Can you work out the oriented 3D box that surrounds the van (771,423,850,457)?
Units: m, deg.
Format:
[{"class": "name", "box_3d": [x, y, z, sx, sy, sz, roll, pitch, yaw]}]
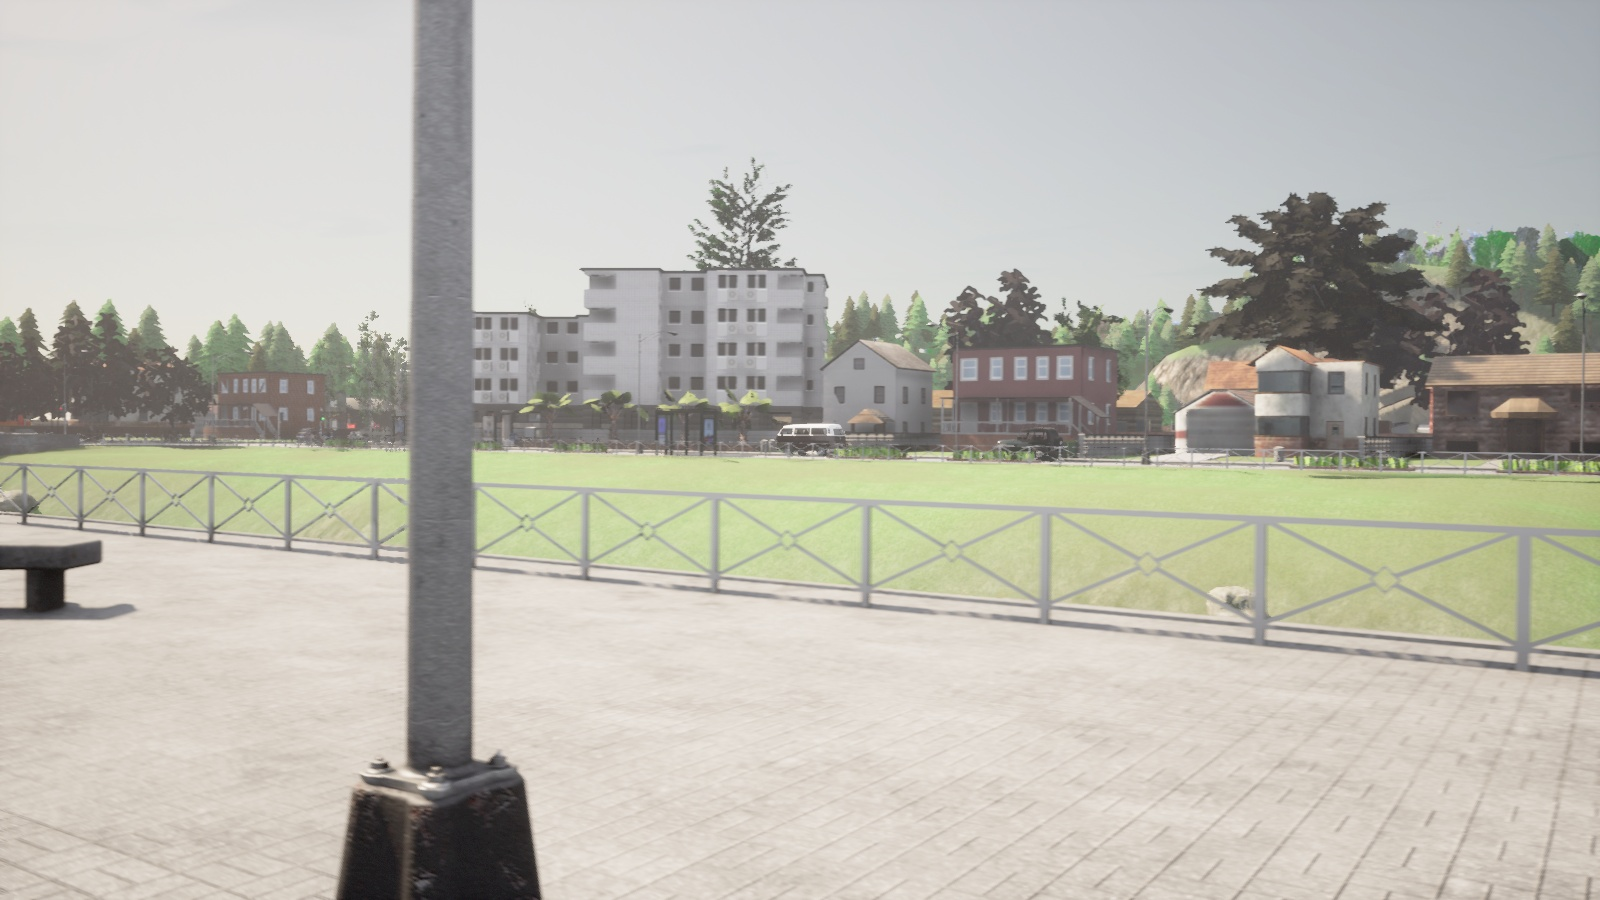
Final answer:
[{"class": "van", "box_3d": [0.658, -0.614, 77.847, 4.480, 2.038, 2.069, 0, 1, 34]}]

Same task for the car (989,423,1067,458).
[{"class": "car", "box_3d": [12.675, -0.541, 69.862, 3.866, 1.878, 1.905, 0, 1, 34]}]
